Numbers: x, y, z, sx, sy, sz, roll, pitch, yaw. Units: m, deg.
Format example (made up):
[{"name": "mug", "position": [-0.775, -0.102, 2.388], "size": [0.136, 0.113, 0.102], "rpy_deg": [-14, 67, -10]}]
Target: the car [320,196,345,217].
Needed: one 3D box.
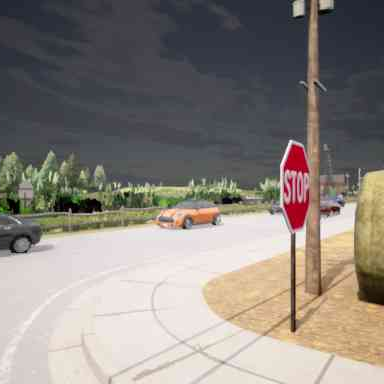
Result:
[{"name": "car", "position": [12.184, 1.442, 30.513], "size": [1.882, 1.535, 5.008], "rpy_deg": [0, 0, 38]}]

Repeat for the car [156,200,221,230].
[{"name": "car", "position": [-0.148, 1.319, 20.835], "size": [2.097, 1.767, 4.553], "rpy_deg": [0, 0, 38]}]

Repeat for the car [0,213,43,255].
[{"name": "car", "position": [-7.554, 1.470, 11.124], "size": [1.837, 1.490, 4.892], "rpy_deg": [0, 0, 34]}]

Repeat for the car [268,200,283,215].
[{"name": "car", "position": [9.206, 1.468, 32.701], "size": [1.837, 1.490, 4.892], "rpy_deg": [0, 0, 38]}]

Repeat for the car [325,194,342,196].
[{"name": "car", "position": [18.918, 1.291, 44.890], "size": [2.150, 2.045, 5.566], "rpy_deg": [0, 0, 38]}]
